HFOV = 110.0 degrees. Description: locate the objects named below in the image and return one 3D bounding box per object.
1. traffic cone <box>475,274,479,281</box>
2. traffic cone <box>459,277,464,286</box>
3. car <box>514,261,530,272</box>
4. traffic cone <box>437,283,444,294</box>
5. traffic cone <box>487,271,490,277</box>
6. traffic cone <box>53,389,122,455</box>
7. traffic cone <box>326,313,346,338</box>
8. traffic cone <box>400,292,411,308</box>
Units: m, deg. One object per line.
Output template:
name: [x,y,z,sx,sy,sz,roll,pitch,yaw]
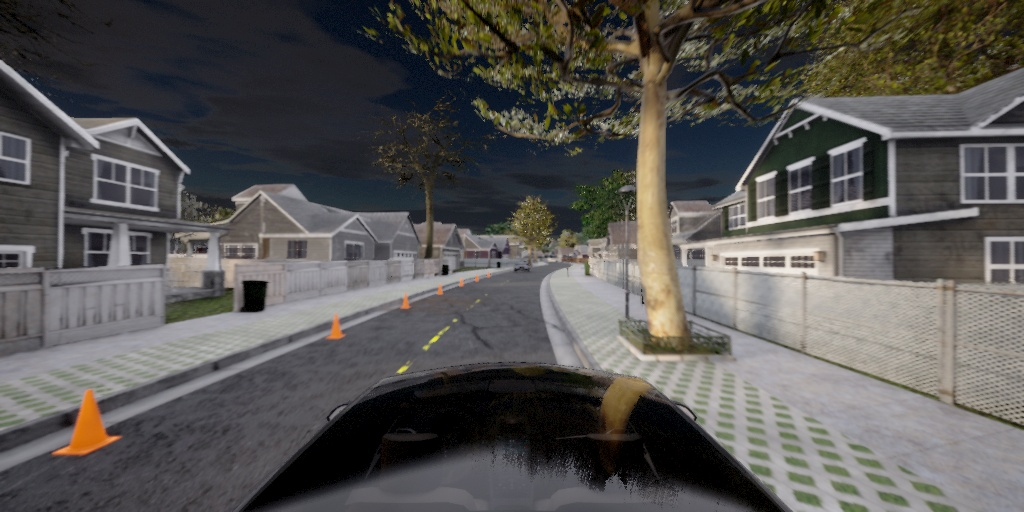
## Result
traffic cone: [-2.838,1.720,28.950,0.340,0.580,0.340,0,0,7]
traffic cone: [-3.363,1.710,23.927,0.340,0.580,0.340,0,0,5]
car: [1.319,1.374,46.451,1.994,1.385,4.181,0,0,4]
traffic cone: [-3.785,1.702,18.893,0.340,0.580,0.340,0,0,4]
traffic cone: [-2.209,1.732,33.962,0.340,0.580,0.340,0,0,8]
traffic cone: [-4.428,1.693,3.753,0.340,0.580,0.340,0,0,1]
traffic cone: [-4.318,1.694,8.804,0.340,0.580,0.340,0,0,2]
traffic cone: [-4.103,1.697,13.851,0.340,0.580,0.340,0,0,3]
